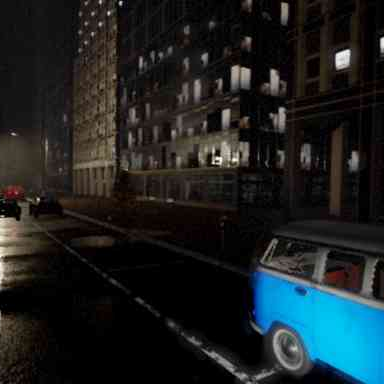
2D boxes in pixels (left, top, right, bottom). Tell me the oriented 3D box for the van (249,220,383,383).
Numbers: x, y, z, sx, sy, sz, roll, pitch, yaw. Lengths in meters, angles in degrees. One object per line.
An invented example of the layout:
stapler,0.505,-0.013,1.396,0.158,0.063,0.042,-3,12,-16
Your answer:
van,2.343,1.295,3.375,1.690,1.788,3.998,-1,2,-33

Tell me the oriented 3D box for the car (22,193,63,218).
car,-9.926,0.955,22.513,2.008,1.369,4.403,-1,2,-33

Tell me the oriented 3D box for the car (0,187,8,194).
car,-20.664,0.517,34.426,2.128,1.511,4.902,0,1,-32

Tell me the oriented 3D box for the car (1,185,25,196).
car,-22.194,0.170,41.639,2.192,1.841,5.009,-1,2,-33

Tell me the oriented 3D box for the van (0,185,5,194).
van,-40.596,-0.633,70.338,1.690,1.788,3.998,-1,2,-33

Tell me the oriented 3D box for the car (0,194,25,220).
car,-11.806,1.023,20.599,1.895,1.301,4.718,0,1,-32
